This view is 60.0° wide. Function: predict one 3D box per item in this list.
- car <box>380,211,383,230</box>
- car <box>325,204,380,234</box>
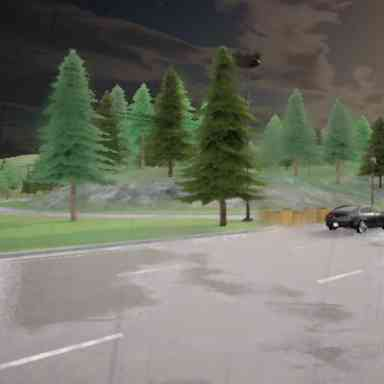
[{"bbox_3d":[11.673,1.469,16.370,4.902,1.511,2.128,0,0,-35],"label":"car"},{"bbox_3d":[9.688,1.483,19.252,4.892,1.490,1.837,0,0,-35],"label":"car"}]
